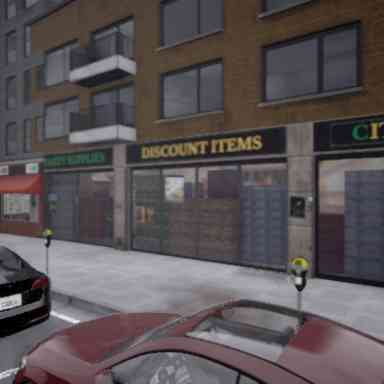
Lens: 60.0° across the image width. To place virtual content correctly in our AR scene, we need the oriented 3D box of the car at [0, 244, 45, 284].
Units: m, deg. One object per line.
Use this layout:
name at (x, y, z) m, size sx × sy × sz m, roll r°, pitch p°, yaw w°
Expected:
car at (-4.215, 1.565, 5.818) m, size 4.313 × 1.339 × 1.947 m, roll 0°, pitch 0°, yaw 36°

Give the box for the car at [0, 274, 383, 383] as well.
car at (0.271, 1.581, 2.617) m, size 4.206 × 1.307 × 1.802 m, roll 0°, pitch 0°, yaw 36°
